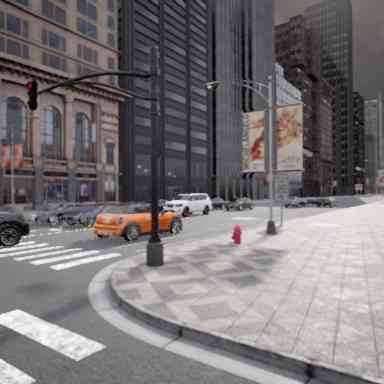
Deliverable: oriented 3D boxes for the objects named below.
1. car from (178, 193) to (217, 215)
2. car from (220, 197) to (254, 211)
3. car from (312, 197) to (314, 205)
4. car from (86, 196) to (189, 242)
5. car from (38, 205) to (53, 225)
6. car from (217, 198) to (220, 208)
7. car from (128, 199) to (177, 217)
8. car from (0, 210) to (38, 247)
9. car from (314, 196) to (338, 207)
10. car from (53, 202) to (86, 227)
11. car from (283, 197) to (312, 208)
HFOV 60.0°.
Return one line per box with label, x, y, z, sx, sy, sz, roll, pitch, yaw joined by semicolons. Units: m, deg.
car;-0.328;1.161;30.824;2.150;2.045;5.566;-1;0;35
car;5.659;1.420;39.244;1.837;1.490;4.892;-1;0;35
car;19.617;1.459;53.157;1.895;1.301;4.718;-1;0;35
car;-2.462;1.274;16.228;2.097;1.767;4.553;-1;0;35
car;-9.177;1.483;24.042;2.128;1.511;4.902;-1;0;33
car;2.331;1.447;40.171;1.837;1.490;4.892;-1;0;35
car;-3.687;1.472;31.700;1.837;1.490;4.892;-1;0;35
car;-9.130;1.188;12.440;2.150;2.045;5.566;-1;0;35
car;18.920;1.345;46.385;1.837;1.490;4.892;-1;0;35
car;-6.218;1.513;22.513;2.033;1.411;5.357;-1;0;35
car;14.100;1.418;45.278;2.033;1.411;5.357;-1;0;36
